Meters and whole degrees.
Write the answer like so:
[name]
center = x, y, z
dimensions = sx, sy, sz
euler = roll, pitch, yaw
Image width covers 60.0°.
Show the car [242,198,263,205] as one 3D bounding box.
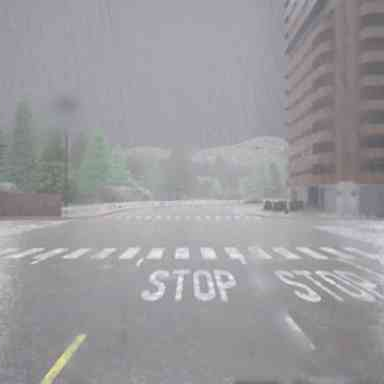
[car]
center = 13.899, 2.213, 76.449
dimensions = 4.892, 1.490, 1.837
euler = 0, -1, -24
